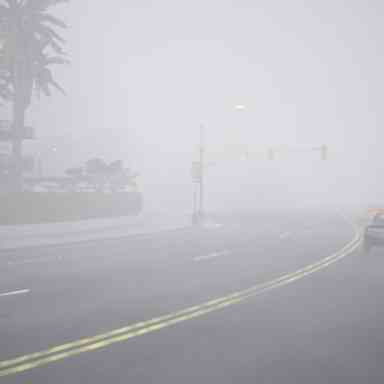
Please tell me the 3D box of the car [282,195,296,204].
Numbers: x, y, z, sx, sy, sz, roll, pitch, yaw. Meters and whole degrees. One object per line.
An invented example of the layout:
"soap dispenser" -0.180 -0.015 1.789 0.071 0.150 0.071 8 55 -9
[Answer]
"car" 19.233 1.674 67.230 2.097 1.535 5.008 0 0 20

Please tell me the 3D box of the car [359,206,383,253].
"car" 8.100 1.535 13.214 2.128 1.511 4.902 0 0 36

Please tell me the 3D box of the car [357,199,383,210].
"car" 14.407 1.563 26.267 1.882 1.535 5.008 0 0 22
